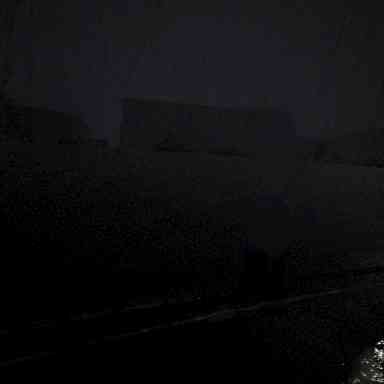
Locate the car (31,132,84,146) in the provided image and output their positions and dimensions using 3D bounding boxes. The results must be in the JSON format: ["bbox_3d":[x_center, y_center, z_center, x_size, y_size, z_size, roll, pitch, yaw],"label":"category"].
[{"bbox_3d":[-12.156,-4.555,30.417,4.553,1.767,2.185,3,-2,-8],"label":"car"}]

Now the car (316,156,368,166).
[{"bbox_3d":[15.032,-2.930,34.590,5.008,1.535,2.097,3,-2,-10],"label":"car"}]

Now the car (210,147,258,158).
[{"bbox_3d":[4.115,-3.572,32.709,4.892,1.521,2.231,3,-2,-8],"label":"car"}]

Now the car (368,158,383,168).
[{"bbox_3d":[20.440,-2.728,35.705,4.553,1.767,2.185,3,-2,-12],"label":"car"}]

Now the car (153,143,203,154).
[{"bbox_3d":[-1.342,-3.868,31.934,4.892,1.521,2.231,3,-2,-8],"label":"car"}]

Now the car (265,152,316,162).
[{"bbox_3d":[9.582,-3.215,33.590,4.674,1.452,2.002,3,-2,-9],"label":"car"}]

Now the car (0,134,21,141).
[{"bbox_3d":[-17.597,-4.669,29.648,4.674,1.452,2.002,3,-2,-8],"label":"car"}]
